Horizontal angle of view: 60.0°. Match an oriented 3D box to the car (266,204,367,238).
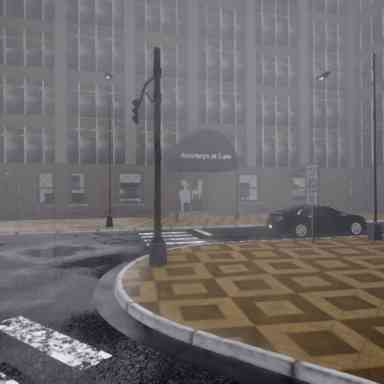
[{"bbox_3d":[5.987,1.321,15.970,4.892,1.490,1.837,0,0,-14],"label":"car"}]
